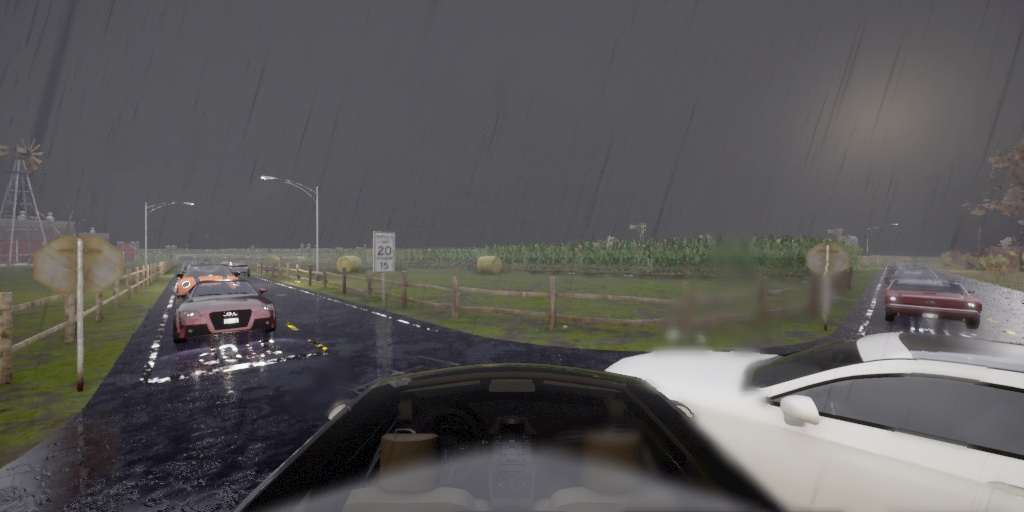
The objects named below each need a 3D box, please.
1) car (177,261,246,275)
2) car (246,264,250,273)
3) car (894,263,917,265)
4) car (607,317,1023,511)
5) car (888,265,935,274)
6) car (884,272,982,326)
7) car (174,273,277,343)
[{"bbox_3d":[-13.853,1.147,16.404,2.097,1.767,4.553,0,0,-42],"label":"car"},{"bbox_3d":[-27.281,1.298,35.519,2.128,1.511,4.902,0,0,-42],"label":"car"},{"bbox_3d":[27.146,1.401,24.563,4.181,1.385,1.994,0,1,-43],"label":"car"},{"bbox_3d":[2.822,1.293,2.475,1.812,1.442,4.674,0,1,-44],"label":"car"},{"bbox_3d":[20.445,1.363,18.251,5.357,1.411,2.033,0,1,-43],"label":"car"},{"bbox_3d":[13.423,1.397,11.627,4.718,1.301,1.895,0,1,-44],"label":"car"},{"bbox_3d":[-8.022,1.359,9.970,1.994,1.385,4.181,0,0,-43],"label":"car"}]
